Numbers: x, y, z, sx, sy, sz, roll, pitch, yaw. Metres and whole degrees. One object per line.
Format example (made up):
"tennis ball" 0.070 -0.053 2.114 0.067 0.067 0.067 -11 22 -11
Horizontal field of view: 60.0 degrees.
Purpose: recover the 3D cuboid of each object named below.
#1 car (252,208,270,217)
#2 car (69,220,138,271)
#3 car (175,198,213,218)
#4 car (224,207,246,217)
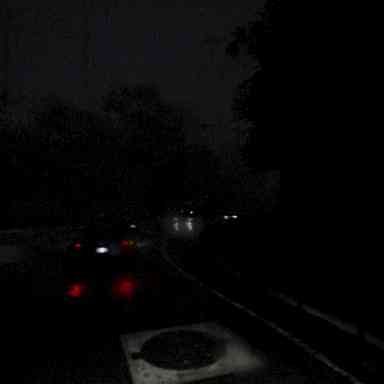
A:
"car" 11.807 3.574 56.586 1.837 1.490 4.892 -1 -5 29
"car" -2.895 1.636 11.425 1.994 1.385 4.181 -1 0 -10
"car" 0.367 1.698 35.819 2.150 2.045 5.566 -1 -3 29
"car" 6.034 2.711 46.102 1.994 1.385 4.181 -1 -5 29
